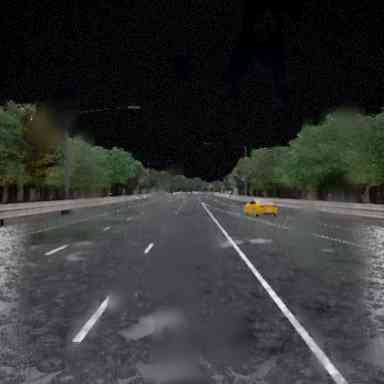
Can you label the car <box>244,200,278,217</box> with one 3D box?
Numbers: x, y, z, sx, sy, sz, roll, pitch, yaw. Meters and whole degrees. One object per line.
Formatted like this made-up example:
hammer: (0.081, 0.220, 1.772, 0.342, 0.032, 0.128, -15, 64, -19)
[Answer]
car: (6.326, 1.457, 31.081, 1.882, 1.535, 5.008, 0, 0, -8)
